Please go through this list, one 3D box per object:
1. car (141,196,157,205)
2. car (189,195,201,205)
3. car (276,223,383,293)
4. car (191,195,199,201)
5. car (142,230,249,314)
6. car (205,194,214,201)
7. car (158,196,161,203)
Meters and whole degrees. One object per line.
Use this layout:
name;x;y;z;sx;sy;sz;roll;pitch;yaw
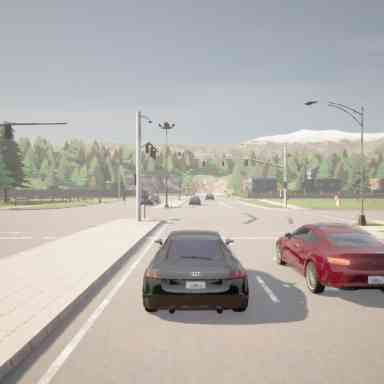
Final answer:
car;-7.577;1.601;56.336;1.895;1.301;4.718;0;0;1
car;0.491;1.563;56.708;1.994;1.385;4.181;0;0;1
car;3.554;1.526;8.708;1.812;1.442;4.674;0;0;0
car;0.835;1.428;82.164;1.895;1.301;4.718;0;0;1
car;0.056;1.564;7.704;1.994;1.385;4.181;0;0;0
car;4.334;1.188;82.059;2.097;1.767;4.553;0;0;1
car;-7.394;1.505;66.772;1.837;1.490;4.892;0;0;1
